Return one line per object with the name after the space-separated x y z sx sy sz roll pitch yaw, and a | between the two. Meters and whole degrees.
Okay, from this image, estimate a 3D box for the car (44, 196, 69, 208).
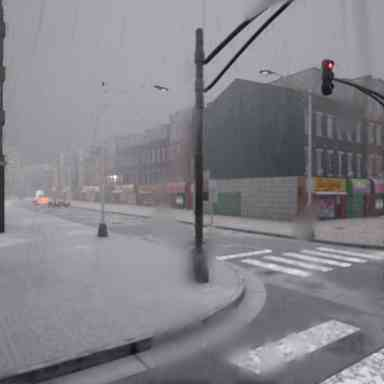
-18.419 1.528 45.574 1.895 1.301 4.718 0 0 -36 | car

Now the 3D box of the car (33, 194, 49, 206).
-24.267 1.248 53.723 2.097 1.767 4.553 0 0 -34 | car
